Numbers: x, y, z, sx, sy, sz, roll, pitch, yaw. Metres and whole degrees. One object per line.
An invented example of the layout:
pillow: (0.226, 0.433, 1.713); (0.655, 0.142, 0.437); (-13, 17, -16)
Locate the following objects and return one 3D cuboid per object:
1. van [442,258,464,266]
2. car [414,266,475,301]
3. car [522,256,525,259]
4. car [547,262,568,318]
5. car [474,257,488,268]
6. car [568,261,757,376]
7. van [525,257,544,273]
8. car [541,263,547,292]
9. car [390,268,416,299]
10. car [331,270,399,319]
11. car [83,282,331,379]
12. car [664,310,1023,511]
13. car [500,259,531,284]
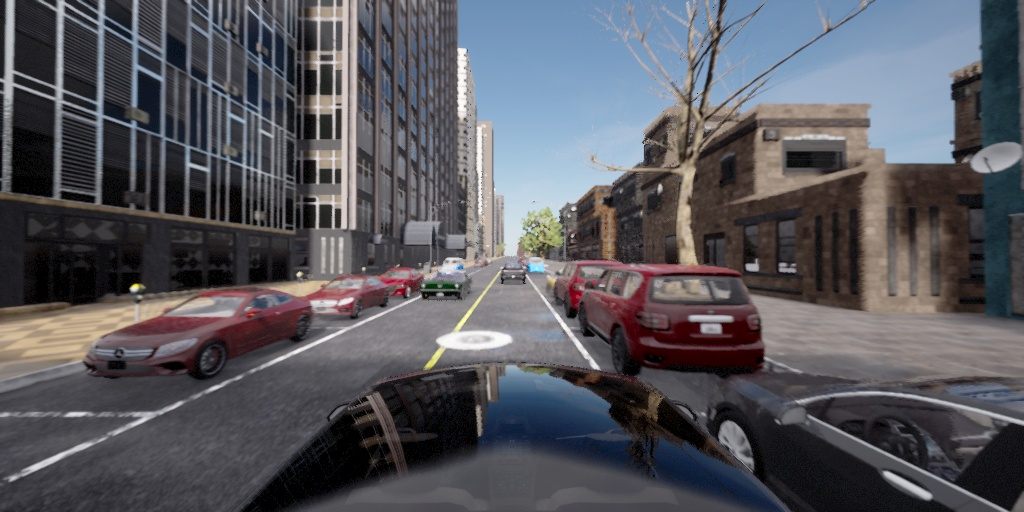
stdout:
van: (-5.695, 1.098, 34.988); (1.690, 1.789, 3.998); (0, 0, 0)
car: (-3.078, 1.360, 17.576); (1.895, 1.301, 4.718); (0, 0, 0)
car: (2.682, 1.190, 51.629); (1.967, 1.591, 4.097); (0, 0, 0)
car: (2.690, 1.072, 12.804); (2.192, 1.841, 5.009); (0, 0, 0)
car: (-5.701, 1.323, 62.719); (1.802, 1.307, 4.207); (0, 0, 0)
car: (2.691, 1.069, 7.254); (2.192, 1.841, 5.009); (0, 0, 0)
van: (2.684, 1.097, 40.537); (1.690, 1.789, 3.998); (0, 0, 0)
car: (2.689, 1.284, 18.520); (1.751, 1.417, 4.829); (0, 0, 0)
car: (-5.692, 1.304, 18.348); (1.888, 1.381, 4.507); (0, 0, 0)
car: (-5.691, 1.339, 12.801); (1.802, 1.307, 4.207); (0, 0, 0)
car: (-5.691, 1.336, 7.252); (1.802, 1.307, 4.207); (0, 0, 0)
car: (2.692, 1.301, 1.708); (2.007, 1.370, 4.403); (0, 0, 0)
car: (0.092, 1.252, 27.423); (2.128, 1.511, 4.902); (0, 0, 0)
